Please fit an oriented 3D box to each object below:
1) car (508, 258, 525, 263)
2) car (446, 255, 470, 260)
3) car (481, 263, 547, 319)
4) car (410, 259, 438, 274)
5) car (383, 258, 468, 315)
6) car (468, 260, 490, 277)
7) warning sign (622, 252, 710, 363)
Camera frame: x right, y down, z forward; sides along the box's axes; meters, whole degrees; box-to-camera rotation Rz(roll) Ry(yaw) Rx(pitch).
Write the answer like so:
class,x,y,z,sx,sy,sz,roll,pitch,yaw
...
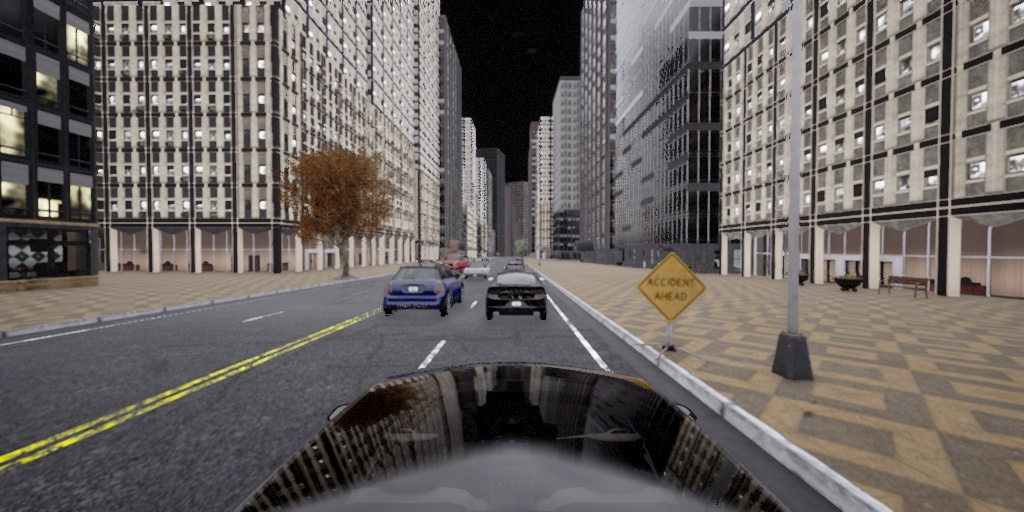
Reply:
class,x,y,z,sx,sy,sz,roll,pitch,yaw
car,0.307,1.147,35.965,2.128,1.511,4.902,0,0,0
car,-6.363,0.867,39.629,2.150,2.045,5.566,0,0,0
car,0.150,1.197,12.694,1.882,1.535,5.008,0,0,1
car,-9.611,1.147,39.587,1.837,1.490,4.892,0,0,0
car,-3.093,1.068,13.431,2.097,1.767,4.553,0,0,1
car,-2.975,1.268,31.390,1.895,1.301,4.718,0,0,0
warning sign,2.877,0.852,6.574,1.300,1.860,1.060,0,0,0
